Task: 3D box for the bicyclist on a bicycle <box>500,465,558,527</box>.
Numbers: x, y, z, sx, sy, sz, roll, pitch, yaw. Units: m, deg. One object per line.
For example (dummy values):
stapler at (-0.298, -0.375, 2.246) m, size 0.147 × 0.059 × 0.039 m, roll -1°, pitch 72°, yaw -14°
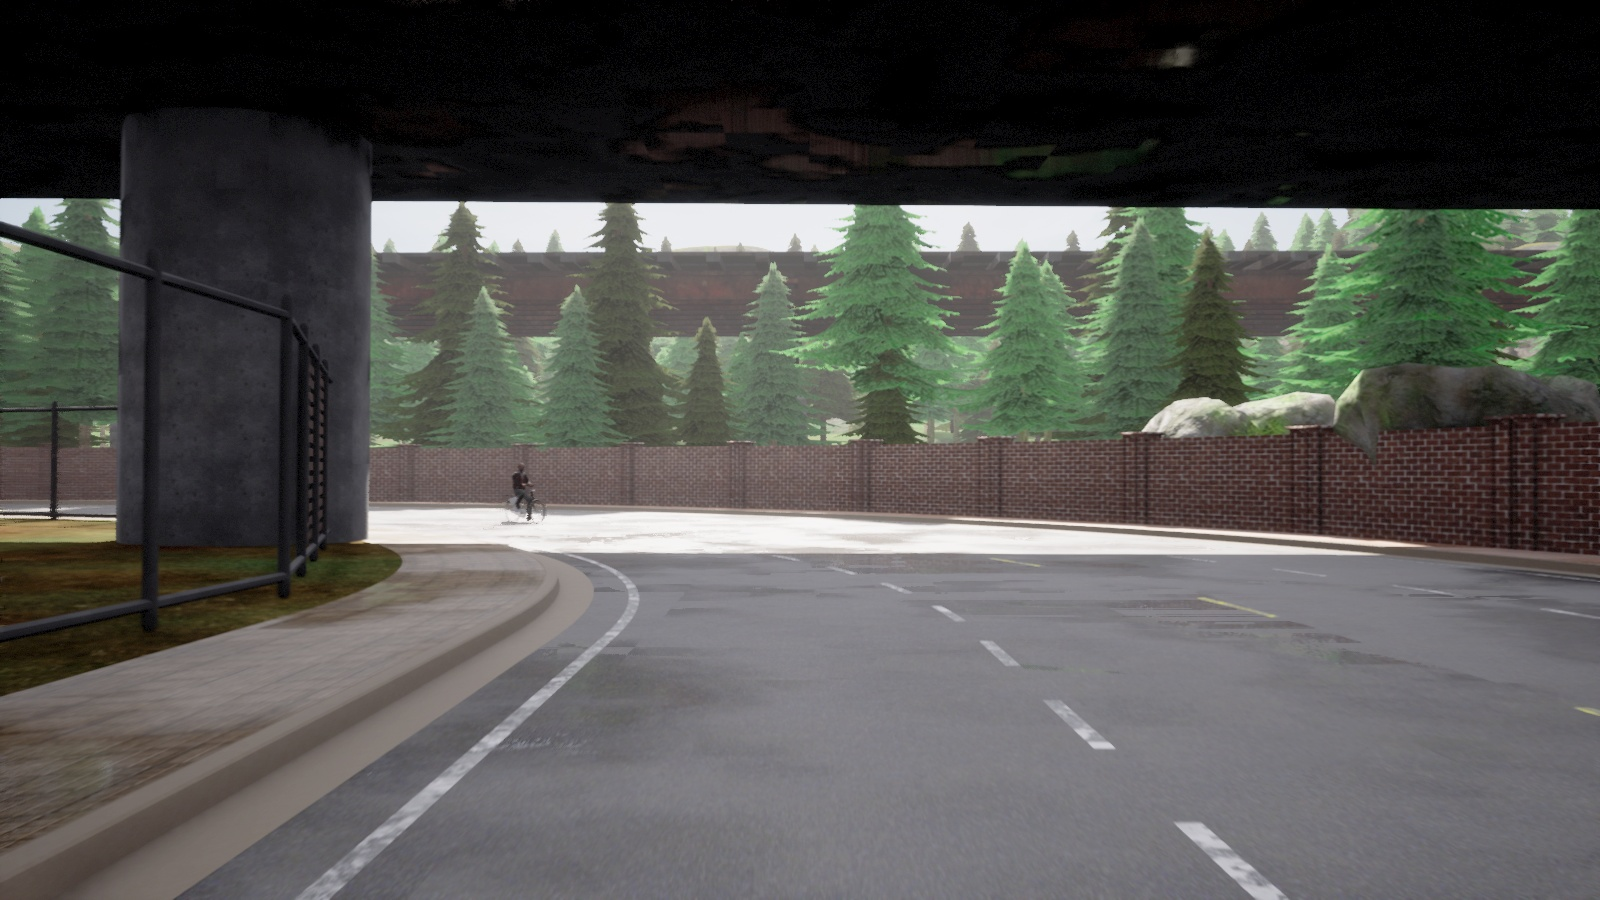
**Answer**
bicyclist on a bicycle at (-7.917, 1.330, 36.621) m, size 1.843 × 1.776 × 0.659 m, roll -1°, pitch -1°, yaw 40°
